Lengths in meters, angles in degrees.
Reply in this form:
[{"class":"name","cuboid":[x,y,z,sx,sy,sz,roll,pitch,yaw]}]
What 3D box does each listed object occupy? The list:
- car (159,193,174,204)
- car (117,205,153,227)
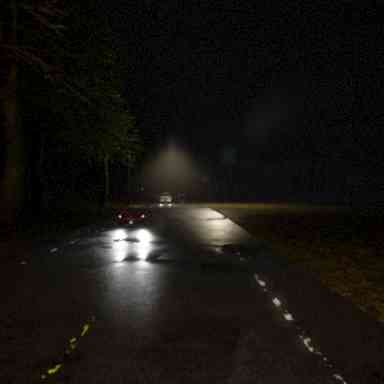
[{"class":"car","cuboid":[-5.049,1.207,64.296,2.150,2.045,5.566,0,0,-2]},{"class":"car","cuboid":[-3.817,1.593,22.926,1.895,1.301,4.718,0,0,-1]}]
